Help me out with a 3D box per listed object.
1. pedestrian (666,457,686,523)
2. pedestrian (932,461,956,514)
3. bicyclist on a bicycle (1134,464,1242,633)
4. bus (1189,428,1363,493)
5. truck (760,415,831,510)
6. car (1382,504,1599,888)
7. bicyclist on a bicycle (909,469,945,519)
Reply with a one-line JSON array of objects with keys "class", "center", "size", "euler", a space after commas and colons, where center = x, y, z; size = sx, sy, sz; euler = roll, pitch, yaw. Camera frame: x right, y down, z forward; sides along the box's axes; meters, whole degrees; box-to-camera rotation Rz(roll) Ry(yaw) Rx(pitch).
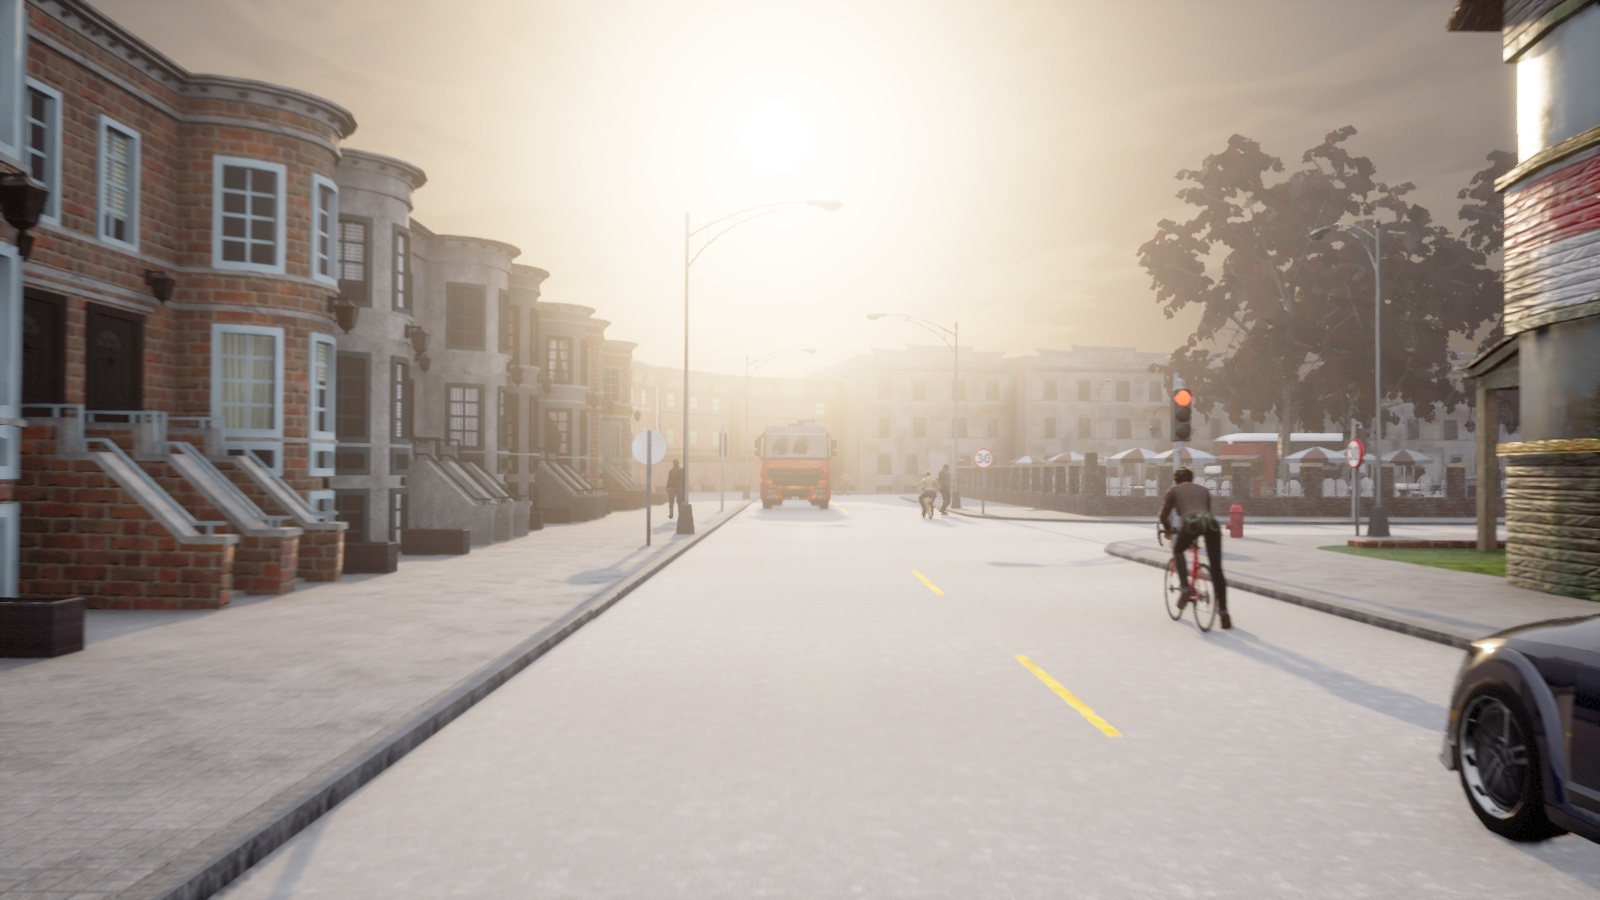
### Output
[{"class": "pedestrian", "center": [-3.498, 1.134, 35.556], "size": [0.376, 1.854, 0.720], "euler": [0, -1, 10]}, {"class": "pedestrian", "center": [5.033, 1.303, 43.911], "size": [0.694, 1.848, 0.540], "euler": [0, -1, -18]}, {"class": "bicyclist on a bicycle", "center": [3.964, 0.969, 12.942], "size": [0.582, 1.620, 1.656], "euler": [0, -1, 0]}, {"class": "bus", "center": [32.182, 0.738, 85.258], "size": [10.273, 4.253, 3.944], "euler": [0, -1, 0]}, {"class": "truck", "center": [-0.161, 0.578, 55.307], "size": [2.891, 3.827, 8.468], "euler": [0, -1, 0]}, {"class": "car", "center": [3.989, 0.936, 4.340], "size": [1.994, 1.385, 4.181], "euler": [0, -1, 0]}, {"class": "bicyclist on a bicycle", "center": [4.171, 1.427, 41.308], "size": [0.866, 1.612, 1.509], "euler": [0, -1, -8]}]
